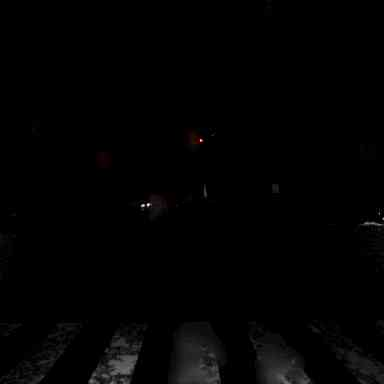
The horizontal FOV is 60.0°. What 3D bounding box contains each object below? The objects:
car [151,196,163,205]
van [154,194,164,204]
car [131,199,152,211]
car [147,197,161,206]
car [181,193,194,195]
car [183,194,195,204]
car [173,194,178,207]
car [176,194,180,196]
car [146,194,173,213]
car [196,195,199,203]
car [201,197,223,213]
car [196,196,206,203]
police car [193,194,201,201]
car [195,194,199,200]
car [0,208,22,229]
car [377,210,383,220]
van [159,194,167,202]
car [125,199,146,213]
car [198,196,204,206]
[{"bbox_3d":[-6.462,1.541,61.027,1.752,1.417,4.829,0,0,-1],"label":"car"},{"bbox_3d":[-6.538,1.360,66.609,1.690,1.788,3.998,0,0,-1],"label":"van"},{"bbox_3d":[-6.191,1.557,41.214,2.008,1.369,4.403,0,0,-1],"label":"car"},{"bbox_3d":[-6.390,1.579,55.784,1.947,1.339,4.313,0,0,-1],"label":"car"},{"bbox_3d":[-0.891,1.549,75.527,2.128,1.511,4.902,0,0,-1],"label":"car"},{"bbox_3d":[-0.660,1.619,65.599,1.895,1.301,4.718,0,0,-1],"label":"car"},{"bbox_3d":[-3.641,1.502,49.550,2.128,1.511,4.902,0,0,-1],"label":"car"},{"bbox_3d":[-3.809,1.621,68.831,1.895,1.301,4.718,0,0,-1],"label":"car"},{"bbox_3d":[-3.455,1.357,36.216,2.097,1.767,4.553,0,0,-1],"label":"car"},{"bbox_3d":[2.179,1.562,52.667,2.008,1.369,4.403,0,0,-1],"label":"car"},{"bbox_3d":[2.402,1.556,36.335,2.008,1.369,4.403,0,0,-1],"label":"car"},{"bbox_3d":[1.899,1.589,73.116,1.947,1.339,4.313,0,0,-1],"label":"car"},{"bbox_3d":[1.267,1.463,90.513,1.930,1.638,5.238,0,0,-1],"label":"police car"},{"bbox_3d":[2.043,1.567,62.538,2.008,1.369,4.403,0,0,-1],"label":"car"},{"bbox_3d":[-13.324,1.680,20.644,5.008,1.535,1.882,-1,1,-4],"label":"car"},{"bbox_3d":[14.725,1.249,20.978,5.357,1.411,2.033,-1,0,-1],"label":"car"},{"bbox_3d":[-6.687,1.368,77.435,1.690,1.788,3.998,0,0,-1],"label":"van"},{"bbox_3d":[-6.122,1.556,36.222,2.008,1.369,4.403,0,0,-1],"label":"car"},{"bbox_3d":[2.253,1.553,47.223,1.887,1.381,4.507,0,0,-1],"label":"car"}]
